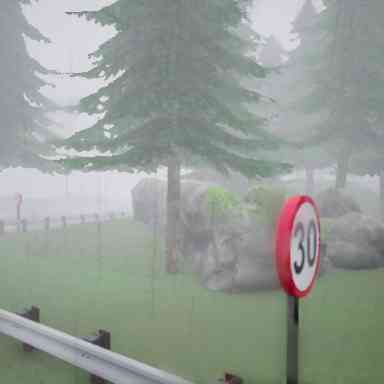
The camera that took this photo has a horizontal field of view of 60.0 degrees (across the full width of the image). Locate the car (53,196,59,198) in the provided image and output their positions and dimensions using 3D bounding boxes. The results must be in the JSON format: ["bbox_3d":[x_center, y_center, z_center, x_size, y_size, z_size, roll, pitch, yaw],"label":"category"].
[{"bbox_3d":[-24.406,0.935,63.861,2.097,1.767,4.553,1,0,33],"label":"car"}]

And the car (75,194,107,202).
[{"bbox_3d":[-16.754,1.177,56.426,2.128,1.511,4.902,1,1,33],"label":"car"}]

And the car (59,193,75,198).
[{"bbox_3d":[-21.607,1.142,61.772,1.812,1.442,4.674,1,1,33],"label":"car"}]

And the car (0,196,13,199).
[{"bbox_3d":[-25.306,1.219,42.978,2.128,1.511,4.902,1,0,32],"label":"car"}]
